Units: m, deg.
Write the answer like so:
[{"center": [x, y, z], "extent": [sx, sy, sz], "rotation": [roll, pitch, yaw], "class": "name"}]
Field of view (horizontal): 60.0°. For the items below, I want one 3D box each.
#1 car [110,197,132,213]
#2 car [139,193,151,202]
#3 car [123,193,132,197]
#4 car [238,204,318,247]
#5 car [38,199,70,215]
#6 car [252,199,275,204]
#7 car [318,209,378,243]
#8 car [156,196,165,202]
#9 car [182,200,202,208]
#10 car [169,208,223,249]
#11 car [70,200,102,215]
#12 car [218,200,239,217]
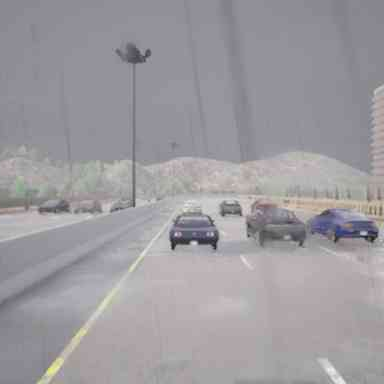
[{"center": [-7.147, 1.563, 34.580], "extent": [1.994, 1.385, 4.181], "rotation": [0, 0, 0], "class": "car"}, {"center": [-10.621, 1.218, 75.031], "extent": [2.150, 2.045, 5.566], "rotation": [0, 0, 0], "class": "car"}, {"center": [-14.121, 1.219, 75.025], "extent": [2.150, 2.045, 5.566], "rotation": [0, 0, 0], "class": "car"}, {"center": [3.577, 1.489, 14.921], "extent": [2.128, 1.511, 4.902], "rotation": [0, 0, 0], "class": "car"}, {"center": [-14.147, 1.478, 34.424], "extent": [1.882, 1.535, 5.008], "rotation": [0, 0, 0], "class": "car"}, {"center": [7.048, 1.472, 32.918], "extent": [1.882, 1.535, 5.008], "rotation": [0, 0, 0], "class": "car"}, {"center": [7.075, 1.522, 16.010], "extent": [1.812, 1.442, 4.674], "rotation": [0, 0, 0], "class": "car"}, {"center": [-7.121, 1.586, 75.036], "extent": [1.895, 1.301, 4.718], "rotation": [0, 0, 0], "class": "car"}, {"center": [0.035, 1.522, 32.431], "extent": [1.812, 1.442, 4.674], "rotation": [0, 0, 0], "class": "car"}, {"center": [0.077, 1.599, 14.544], "extent": [1.895, 1.301, 4.718], "rotation": [0, 0, 0], "class": "car"}, {"center": [-10.648, 1.525, 34.447], "extent": [1.812, 1.442, 4.674], "rotation": [0, 0, 0], "class": "car"}, {"center": [3.550, 1.487, 31.364], "extent": [2.128, 1.511, 4.902], "rotation": [0, 0, 0], "class": "car"}]
